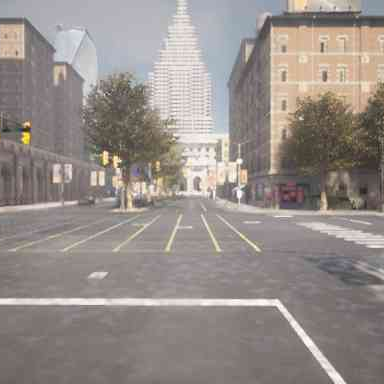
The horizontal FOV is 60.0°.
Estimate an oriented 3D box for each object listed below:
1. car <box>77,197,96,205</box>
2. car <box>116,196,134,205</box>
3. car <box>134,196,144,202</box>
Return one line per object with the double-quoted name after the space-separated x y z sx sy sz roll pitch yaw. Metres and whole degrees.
-18.345 1.589 57.866 1.895 1.301 4.718 0 0 0 "car"
-11.675 1.498 56.817 1.837 1.490 4.892 0 0 0 "car"
-11.619 1.532 72.197 2.033 1.411 5.357 0 0 0 "car"
